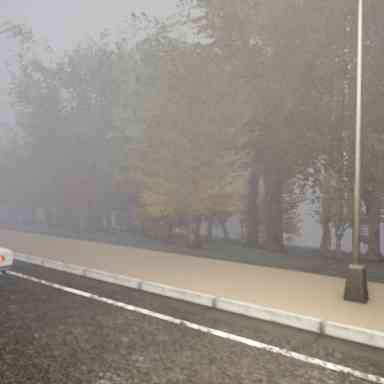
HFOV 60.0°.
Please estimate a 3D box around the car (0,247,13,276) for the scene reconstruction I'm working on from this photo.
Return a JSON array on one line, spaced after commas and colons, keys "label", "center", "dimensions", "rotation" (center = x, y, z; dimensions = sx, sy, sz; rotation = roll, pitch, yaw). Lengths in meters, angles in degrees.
[{"label": "car", "center": [-6.567, 1.548, 8.365], "dimensions": [4.718, 1.301, 1.895], "rotation": [0, 0, 35]}]
